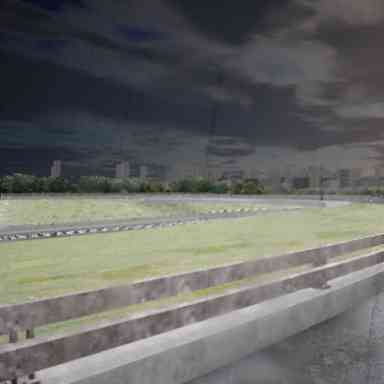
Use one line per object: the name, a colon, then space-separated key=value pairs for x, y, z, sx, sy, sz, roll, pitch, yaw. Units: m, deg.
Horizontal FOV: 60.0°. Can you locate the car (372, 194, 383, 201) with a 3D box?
car: x=42.133 y=1.347 z=75.439 sx=2.097 sy=1.767 sz=4.553 roll=-1 pitch=0 yaw=2
